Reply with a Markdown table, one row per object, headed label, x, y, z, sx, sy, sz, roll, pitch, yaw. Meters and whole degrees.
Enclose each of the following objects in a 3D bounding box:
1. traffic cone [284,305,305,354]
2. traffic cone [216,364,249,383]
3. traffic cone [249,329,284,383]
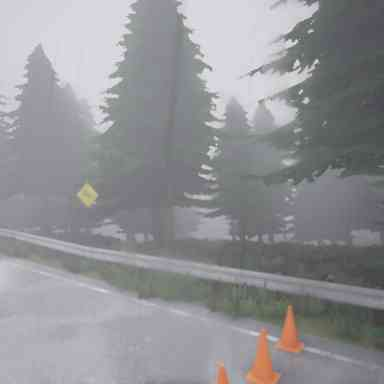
| label | x | y | z | sx | sy | sz | roll | pitch | yaw |
| --- | --- | --- | --- | --- | --- | --- | --- | --- | --- |
| traffic cone | 1.422 | 1.948 | 4.831 | 0.340 | 0.580 | 0.340 | 0 | 0 | 35 |
| traffic cone | 0.292 | 1.949 | 3.188 | 0.340 | 0.580 | 0.340 | 0 | 0 | 35 |
| traffic cone | 0.857 | 1.948 | 4.009 | 0.340 | 0.580 | 0.340 | 0 | 0 | 35 |
